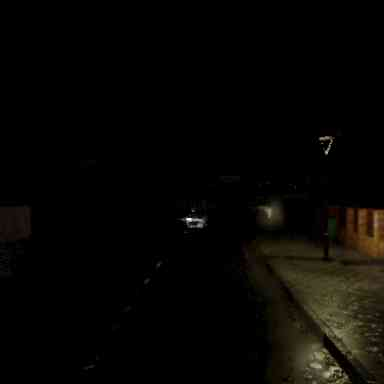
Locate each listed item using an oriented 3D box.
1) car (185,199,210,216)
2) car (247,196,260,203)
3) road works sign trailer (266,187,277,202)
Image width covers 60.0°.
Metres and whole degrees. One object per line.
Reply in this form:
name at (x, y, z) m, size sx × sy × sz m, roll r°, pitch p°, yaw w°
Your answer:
car at (0.577, 1.487, 32.856) m, size 2.128 × 1.511 × 4.902 m, roll 0°, pitch 0°, yaw 12°
car at (13.462, 1.635, 72.134) m, size 2.033 × 1.411 × 5.357 m, roll 0°, pitch 0°, yaw 24°
road works sign trailer at (18.327, 0.592, 76.068) m, size 2.380 × 3.560 × 2.880 m, roll -1°, pitch 0°, yaw 29°
